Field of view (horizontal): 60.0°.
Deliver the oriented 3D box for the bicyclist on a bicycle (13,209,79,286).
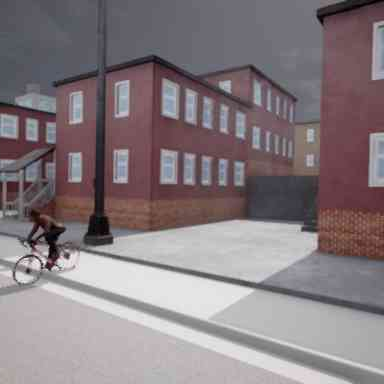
[{"bbox_3d":[-3.333,1.174,7.592,0.582,1.620,1.656,2,10,36],"label":"bicyclist on a bicycle"}]
